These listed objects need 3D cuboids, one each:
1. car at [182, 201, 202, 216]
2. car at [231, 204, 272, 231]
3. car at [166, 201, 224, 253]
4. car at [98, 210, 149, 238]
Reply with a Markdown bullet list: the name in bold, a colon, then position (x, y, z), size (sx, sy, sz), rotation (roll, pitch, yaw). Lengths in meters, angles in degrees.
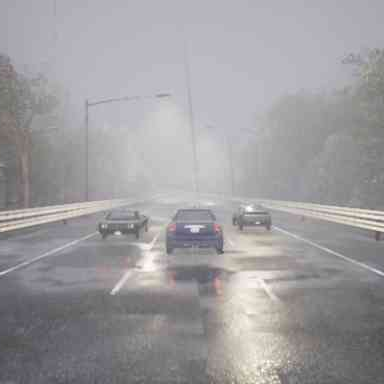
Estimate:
- **car**: position (-0.001, 1.583, 33.583), size (1.895, 1.301, 4.718), rotation (0, 0, 0)
- **car**: position (3.576, 1.490, 20.625), size (2.128, 1.511, 4.902), rotation (0, 0, 0)
- **car**: position (0.095, 1.355, 13.823), size (2.097, 1.767, 4.553), rotation (0, 0, 0)
- **car**: position (-3.412, 1.602, 17.554), size (1.895, 1.301, 4.718), rotation (0, 0, 0)
